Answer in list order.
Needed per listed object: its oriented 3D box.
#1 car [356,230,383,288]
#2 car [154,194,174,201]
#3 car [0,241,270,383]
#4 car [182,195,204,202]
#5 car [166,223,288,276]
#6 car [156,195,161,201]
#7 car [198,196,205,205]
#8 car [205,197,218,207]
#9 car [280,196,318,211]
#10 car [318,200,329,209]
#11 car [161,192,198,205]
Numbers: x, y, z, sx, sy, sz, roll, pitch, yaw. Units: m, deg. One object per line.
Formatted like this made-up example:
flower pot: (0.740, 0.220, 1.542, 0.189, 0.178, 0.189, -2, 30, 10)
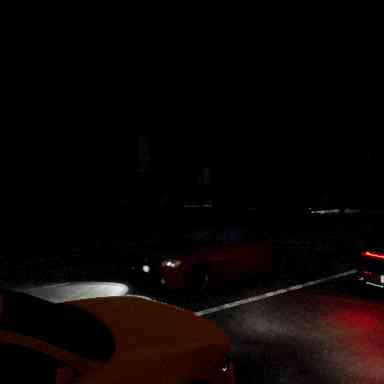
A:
car: (5.825, 1.468, 7.922, 4.892, 1.490, 1.837, 0, 0, -36)
car: (-6.278, 1.238, 74.749, 2.128, 1.511, 4.902, -1, 0, -38)
car: (-1.879, 1.478, 2.388, 5.008, 1.535, 1.882, 0, 0, -36)
car: (0.073, 1.308, 66.972, 1.895, 1.301, 4.718, -1, 0, -39)
car: (0.580, 1.550, 8.714, 4.181, 1.385, 1.994, 0, 0, -36)
car: (-8.780, 1.339, 72.278, 1.895, 1.301, 4.718, -1, 0, -38)
car: (1.380, 1.366, 53.875, 1.895, 1.301, 4.718, -1, 0, -39)
car: (4.508, 1.268, 44.401, 1.882, 1.535, 5.008, -1, 0, -39)
car: (10.658, 1.333, 36.767, 2.033, 1.411, 5.357, -1, 0, -39)
car: (13.472, 1.260, 38.854, 1.837, 1.490, 4.892, -1, 0, -39)
car: (-2.046, 1.017, 52.546, 2.150, 2.045, 5.566, -1, 0, -39)
